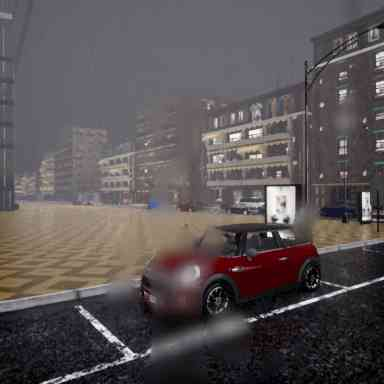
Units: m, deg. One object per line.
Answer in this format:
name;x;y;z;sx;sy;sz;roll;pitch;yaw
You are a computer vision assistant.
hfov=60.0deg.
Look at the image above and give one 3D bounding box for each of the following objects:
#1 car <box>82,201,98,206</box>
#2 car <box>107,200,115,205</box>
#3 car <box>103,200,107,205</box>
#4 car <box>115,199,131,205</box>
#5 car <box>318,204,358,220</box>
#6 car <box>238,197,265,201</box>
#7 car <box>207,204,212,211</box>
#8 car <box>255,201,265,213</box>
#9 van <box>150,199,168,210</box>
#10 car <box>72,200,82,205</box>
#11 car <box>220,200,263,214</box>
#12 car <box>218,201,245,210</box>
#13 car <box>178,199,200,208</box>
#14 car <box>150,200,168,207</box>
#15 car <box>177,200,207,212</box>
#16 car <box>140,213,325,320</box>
car;-23.641;2.704;78.657;2.008;1.369;4.403;-2;0;-36
car;-20.127;2.737;88.085;1.947;1.339;4.313;-2;0;-36
car;-23.397;2.798;92.593;1.887;1.381;4.507;-2;0;-36
car;-16.860;2.529;83.577;1.967;1.590;4.097;-2;0;-36
car;13.990;1.809;31.204;1.994;1.385;4.181;-1;0;-36
car;7.693;1.625;39.880;2.150;2.045;5.566;-1;-1;-36
car;0.964;2.072;49.189;1.837;1.490;4.892;-1;0;-36
car;8.954;1.887;33.499;2.008;1.369;4.403;-2;0;-36
van;-5.330;2.035;53.357;1.690;1.788;3.998;-2;0;-36
car;-30.181;2.862;87.673;1.887;1.381;4.507;-2;0;-36
car;5.683;1.969;38.007;2.008;1.369;4.403;-2;0;-36
car;6.096;2.097;52.067;1.802;1.307;4.206;-2;0;-36
car;-0.507;2.119;61.039;1.967;1.590;4.097;-2;0;-36
car;-7.047;2.425;70.052;1.802;1.307;4.206;-2;0;-36
car;-0.403;2.115;46.476;1.887;1.381;4.507;-2;0;-36
car;0.918;1.440;7.228;4.097;1.590;1.967;0;0;-36
